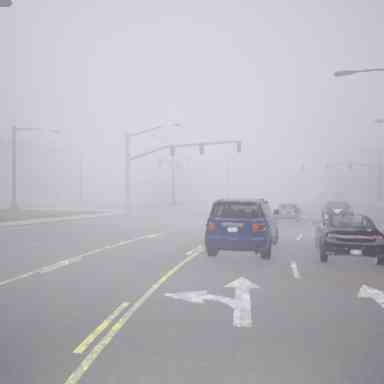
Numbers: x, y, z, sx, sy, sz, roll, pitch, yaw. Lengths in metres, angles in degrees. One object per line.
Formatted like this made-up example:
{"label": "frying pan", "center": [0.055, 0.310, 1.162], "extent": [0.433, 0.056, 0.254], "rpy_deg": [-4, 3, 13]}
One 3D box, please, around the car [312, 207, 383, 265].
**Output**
{"label": "car", "center": [5.394, 1.493, 11.732], "extent": [2.128, 1.511, 4.902], "rpy_deg": [0, 0, 18]}

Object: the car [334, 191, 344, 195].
{"label": "car", "center": [34.860, 0.735, 78.919], "extent": [2.097, 1.767, 4.553], "rpy_deg": [0, 1, 23]}

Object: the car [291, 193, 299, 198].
{"label": "car", "center": [27.039, 0.896, 87.302], "extent": [1.895, 1.301, 4.718], "rpy_deg": [0, 1, 23]}

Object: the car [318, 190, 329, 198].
{"label": "car", "center": [31.497, 0.936, 79.958], "extent": [1.994, 1.385, 4.181], "rpy_deg": [0, 1, 23]}

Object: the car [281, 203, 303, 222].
{"label": "car", "center": [7.606, 1.559, 26.198], "extent": [2.033, 1.411, 5.357], "rpy_deg": [0, 0, 23]}

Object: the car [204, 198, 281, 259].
{"label": "car", "center": [2.071, 1.256, 12.832], "extent": [2.150, 2.045, 5.566], "rpy_deg": [0, 0, 18]}

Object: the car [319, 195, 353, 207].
{"label": "car", "center": [10.810, 1.363, 24.788], "extent": [2.097, 1.767, 4.553], "rpy_deg": [0, 0, 23]}
